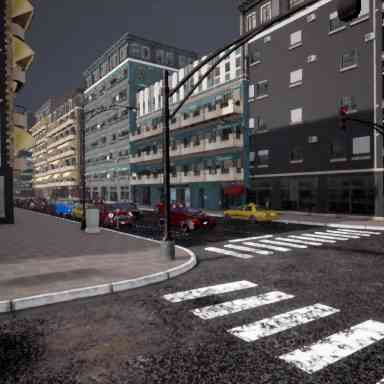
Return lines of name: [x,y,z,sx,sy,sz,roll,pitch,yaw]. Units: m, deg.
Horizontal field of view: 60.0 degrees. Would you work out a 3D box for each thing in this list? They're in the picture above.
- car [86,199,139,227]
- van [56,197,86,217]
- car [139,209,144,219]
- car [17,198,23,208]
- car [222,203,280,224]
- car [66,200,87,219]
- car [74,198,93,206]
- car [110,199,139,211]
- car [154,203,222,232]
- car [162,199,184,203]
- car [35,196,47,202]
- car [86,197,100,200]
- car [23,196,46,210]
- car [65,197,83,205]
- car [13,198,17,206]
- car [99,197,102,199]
car: [-5.791,1.553,23.968,1.967,1.590,4.097,-1,1,-36]
van: [-12.223,1.483,32.975,1.690,1.788,3.998,-1,1,-36]
car: [-6.142,1.632,28.920,2.033,1.411,5.357,-1,0,-35]
car: [-25.081,1.770,50.994,1.947,1.339,4.313,-1,1,-36]
car: [4.148,1.498,24.471,1.752,1.417,4.829,-1,1,-36]
car: [-8.906,1.652,28.334,1.752,1.417,4.829,-1,1,-36]
car: [-18.262,1.644,55.862,1.947,1.339,4.313,-1,1,-36]
car: [-8.615,1.581,42.349,2.008,1.369,4.403,-1,1,-36]
car: [-0.391,1.623,20.865,1.994,1.385,4.181,-1,1,-36]
car: [-2.186,1.441,33.340,1.967,1.590,4.097,-1,1,-36]
car: [-37.554,1.728,82.888,1.887,1.381,4.507,-1,1,-36]
car: [-12.460,1.619,37.794,1.837,1.490,4.892,-1,0,-35]
car: [-21.868,1.628,46.489,1.967,1.590,4.097,-1,1,-36]
car: [-21.477,1.645,60.367,2.008,1.369,4.403,-1,1,-36]
car: [-31.513,1.782,60.003,1.887,1.381,4.507,-1,1,-36]
car: [-15.048,1.502,51.357,1.967,1.590,4.097,-1,1,-36]
